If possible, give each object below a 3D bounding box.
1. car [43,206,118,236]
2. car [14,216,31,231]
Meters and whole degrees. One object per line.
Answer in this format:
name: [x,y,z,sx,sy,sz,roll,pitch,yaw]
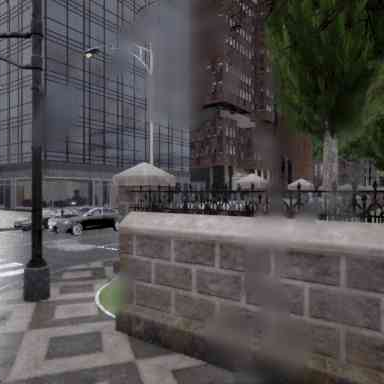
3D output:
car: [-5.881,1.576,19.211,2.128,1.511,4.902,0,0,36]
car: [-8.440,1.632,20.220,2.008,1.369,4.403,0,-1,36]
